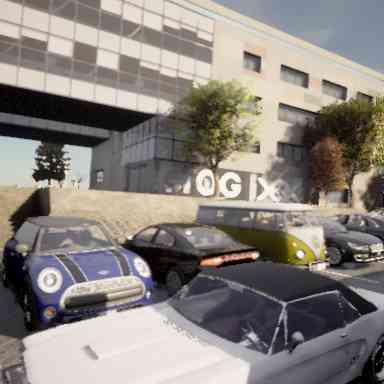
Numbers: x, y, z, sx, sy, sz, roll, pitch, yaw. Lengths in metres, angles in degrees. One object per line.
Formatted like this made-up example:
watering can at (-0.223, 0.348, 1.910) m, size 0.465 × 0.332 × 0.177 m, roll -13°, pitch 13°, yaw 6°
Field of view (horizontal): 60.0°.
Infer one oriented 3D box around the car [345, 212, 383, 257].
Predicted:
car at (4.202, 1.559, 11.972) m, size 2.231 × 1.521 × 4.892 m, roll 1°, pitch 0°, yaw -35°

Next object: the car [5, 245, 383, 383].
car at (0.594, 1.620, 3.801) m, size 4.718 × 1.301 × 1.895 m, roll 1°, pitch 0°, yaw -35°

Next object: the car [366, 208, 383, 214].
car at (6.483, 1.581, 13.585) m, size 2.231 × 1.521 × 4.892 m, roll 1°, pitch 0°, yaw -36°

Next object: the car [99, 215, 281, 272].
car at (-0.441, 1.514, 8.646) m, size 2.097 × 1.535 × 5.008 m, roll 1°, pitch 0°, yaw -36°

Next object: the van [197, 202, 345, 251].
van at (2.001, 1.311, 10.251) m, size 1.878 × 1.987 × 4.442 m, roll 1°, pitch 0°, yaw -36°
